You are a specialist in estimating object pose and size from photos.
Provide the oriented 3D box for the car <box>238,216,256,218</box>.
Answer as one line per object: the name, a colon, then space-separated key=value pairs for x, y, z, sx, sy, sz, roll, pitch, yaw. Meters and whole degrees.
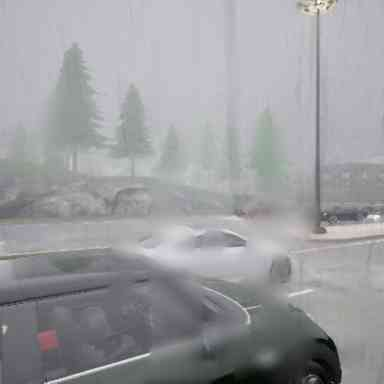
car: x=0.331 y=1.500 z=7.824 sx=4.674 sy=1.442 sz=1.812 roll=0 pitch=0 yaw=-33

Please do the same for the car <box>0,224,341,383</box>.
car: x=-0.738 y=1.343 z=2.943 sx=4.553 sy=1.767 sz=2.097 roll=0 pitch=0 yaw=-34

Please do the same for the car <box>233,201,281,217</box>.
car: x=5.652 y=1.468 z=28.776 sx=4.181 sy=1.385 sz=1.994 roll=0 pitch=0 yaw=-30

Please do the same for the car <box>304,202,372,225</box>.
car: x=10.113 y=1.520 z=23.276 sx=4.718 sy=1.301 sz=1.895 roll=0 pitch=0 yaw=-30

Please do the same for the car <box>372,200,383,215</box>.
car: x=18.311 y=1.449 z=32.111 sx=4.181 sy=1.385 sz=1.994 roll=0 pitch=0 yaw=-30
